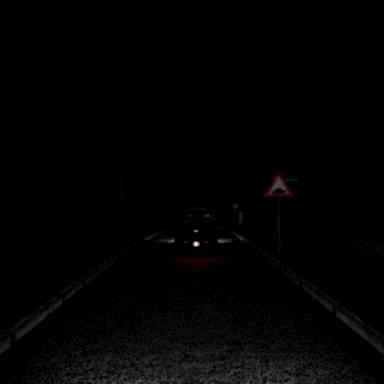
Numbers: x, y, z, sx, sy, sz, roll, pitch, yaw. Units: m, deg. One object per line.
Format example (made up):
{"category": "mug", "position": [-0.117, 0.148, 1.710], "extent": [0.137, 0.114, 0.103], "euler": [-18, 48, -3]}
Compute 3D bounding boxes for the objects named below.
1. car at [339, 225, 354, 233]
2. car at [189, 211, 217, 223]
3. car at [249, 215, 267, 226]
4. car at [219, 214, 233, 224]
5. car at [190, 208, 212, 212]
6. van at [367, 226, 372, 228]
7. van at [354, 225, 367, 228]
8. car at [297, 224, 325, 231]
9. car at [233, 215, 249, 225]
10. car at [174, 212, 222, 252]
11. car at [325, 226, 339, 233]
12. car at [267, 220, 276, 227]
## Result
{"category": "car", "position": [28.465, 7.451, 65.745], "extent": [1.946, 1.575, 5.366], "euler": [8, -6, -29]}
{"category": "car", "position": [1.960, 4.587, 60.942], "extent": [2.435, 2.045, 5.566], "euler": [3, -5, -30]}
{"category": "car", "position": [10.809, 5.356, 62.566], "extent": [2.435, 2.045, 5.566], "euler": [8, -6, -30]}
{"category": "car", "position": [4.840, 4.900, 61.521], "extent": [2.185, 1.767, 4.553], "euler": [5, -6, -31]}
{"category": "car", "position": [0.730, 2.596, 32.249], "extent": [2.150, 2.045, 5.566], "euler": [0, -4, 2]}
{"category": "van", "position": [34.580, 7.830, 66.478], "extent": [1.878, 1.987, 4.442], "euler": [8, -6, -29]}
{"category": "van", "position": [31.607, 7.524, 65.990], "extent": [1.878, 1.987, 4.442], "euler": [8, -6, -29]}
{"category": "car", "position": [22.613, 6.873, 64.594], "extent": [2.002, 1.452, 4.674], "euler": [8, -6, -29]}
{"category": "car", "position": [7.812, 5.168, 62.012], "extent": [2.185, 1.767, 4.553], "euler": [7, -6, -30]}
{"category": "car", "position": [0.197, 1.874, 15.511], "extent": [1.837, 1.490, 4.892], "euler": [0, -2, 1]}
{"category": "car", "position": [25.584, 7.181, 65.098], "extent": [2.002, 1.452, 4.674], "euler": [8, -6, -29]}
{"category": "car", "position": [13.642, 5.918, 63.246], "extent": [1.946, 1.575, 5.366], "euler": [8, -6, -30]}
